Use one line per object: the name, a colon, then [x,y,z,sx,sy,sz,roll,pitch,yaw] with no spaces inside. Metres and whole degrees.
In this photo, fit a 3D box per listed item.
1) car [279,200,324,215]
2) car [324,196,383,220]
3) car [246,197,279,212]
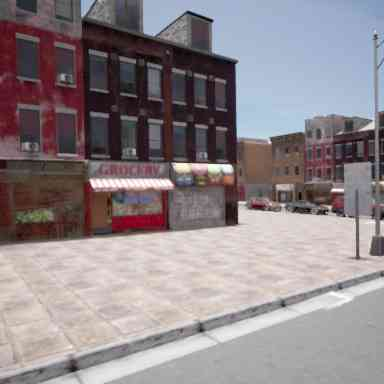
car: [10.959,1.463,31.946,1.947,1.339,4.313,-1,1,-35]
car: [14.093,1.277,27.542,2.192,1.841,5.009,-1,1,-35]
car: [7.825,1.273,36.344,1.967,1.590,4.097,-1,1,-35]
